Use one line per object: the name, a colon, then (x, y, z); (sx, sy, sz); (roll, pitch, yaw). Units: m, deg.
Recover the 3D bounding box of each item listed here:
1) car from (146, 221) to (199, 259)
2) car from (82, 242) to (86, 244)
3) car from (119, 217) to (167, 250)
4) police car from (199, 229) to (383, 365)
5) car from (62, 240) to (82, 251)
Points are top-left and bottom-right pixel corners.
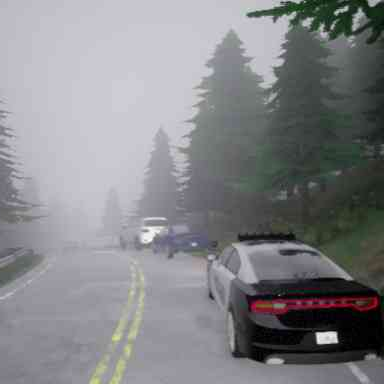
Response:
car: (-0.723, 2.370, 16.750); (1.882, 1.535, 5.008); (-1, -6, -19)
car: (-17.954, 8.664, 53.233); (2.033, 1.411, 5.357); (0, -10, -5)
car: (-3.274, 2.843, 22.664); (2.150, 2.045, 5.566); (2, -8, -28)
police car: (1.385, 1.590, 6.410); (1.930, 1.638, 5.238); (-1, -3, -4)
car: (-15.497, 6.883, 42.649); (1.895, 1.301, 4.718); (1, -10, -17)
